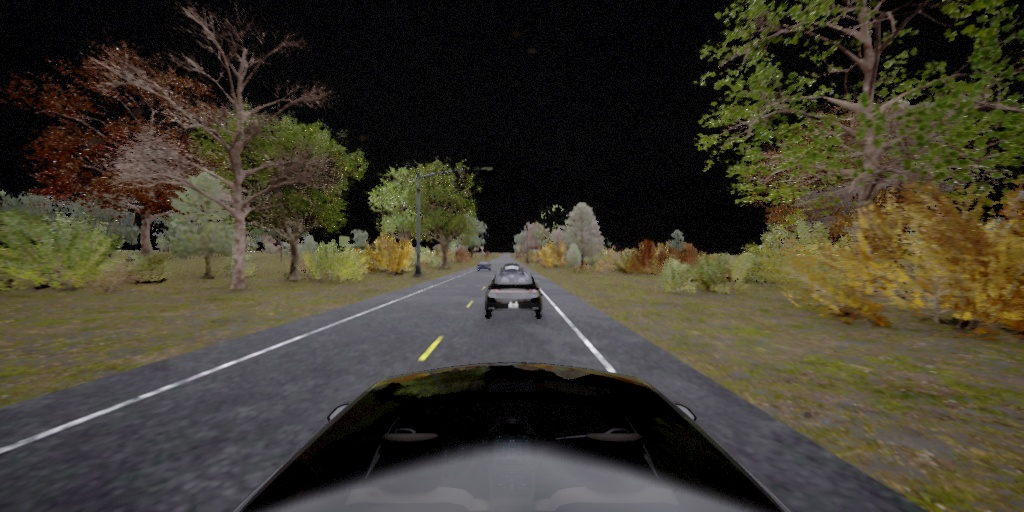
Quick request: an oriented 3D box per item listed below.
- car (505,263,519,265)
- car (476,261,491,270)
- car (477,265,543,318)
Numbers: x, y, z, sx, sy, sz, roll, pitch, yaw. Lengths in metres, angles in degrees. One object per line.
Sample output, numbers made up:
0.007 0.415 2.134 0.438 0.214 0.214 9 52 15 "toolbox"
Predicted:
-0.004 1.327 29.164 1.812 1.442 4.674 0 0 0 "car"
-3.818 1.372 49.764 2.033 1.411 5.357 0 0 0 "car"
0.053 1.266 13.081 2.128 1.511 4.902 0 0 0 "car"
